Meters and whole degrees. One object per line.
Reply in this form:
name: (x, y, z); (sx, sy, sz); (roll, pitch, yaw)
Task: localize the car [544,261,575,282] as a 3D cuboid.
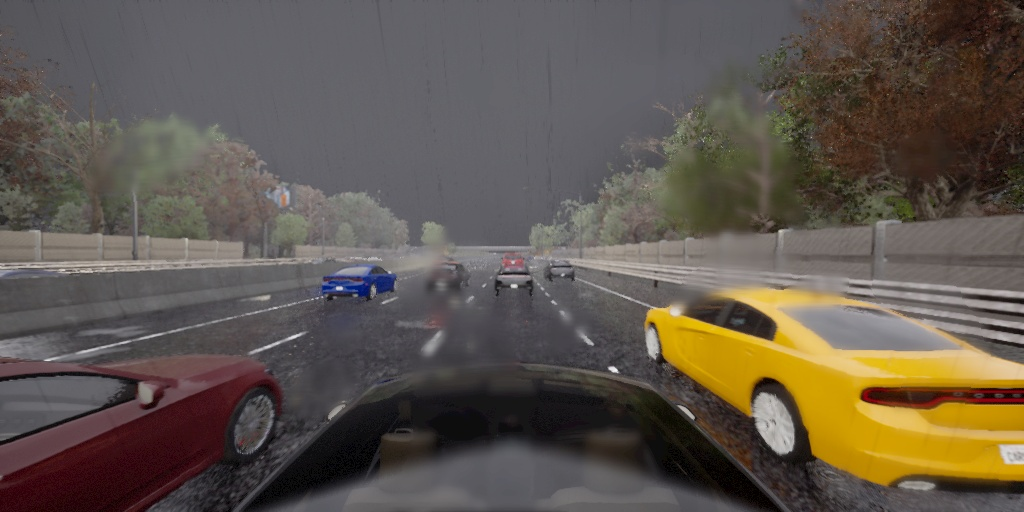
car: (3.497, 1.080, 27.035); (2.128, 1.511, 4.902); (0, 0, 0)

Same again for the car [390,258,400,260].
car: (-17.579, 0.989, 54.083); (1.994, 1.385, 4.181); (0, 0, 0)

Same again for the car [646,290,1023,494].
car: (3.502, 1.202, 4.952); (1.882, 1.535, 5.008); (0, 0, 0)

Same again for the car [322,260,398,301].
car: (-6.900, 1.130, 16.809); (1.882, 1.535, 5.008); (0, 0, 0)

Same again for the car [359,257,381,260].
car: (-21.071, 0.948, 54.560); (1.812, 1.442, 4.674); (0, 0, 0)

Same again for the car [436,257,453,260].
car: (-6.905, 0.877, 37.396); (2.097, 1.767, 4.553); (0, 0, 0)

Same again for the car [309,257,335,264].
car: (-28.070, 0.922, 53.230); (2.128, 1.511, 4.902); (0, 0, 0)

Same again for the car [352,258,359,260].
car: (-24.558, 1.014, 56.127); (1.895, 1.301, 4.718); (0, 0, 1)

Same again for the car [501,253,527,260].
car: (0.093, 0.748, 37.023); (2.150, 2.045, 5.566); (0, 0, 0)

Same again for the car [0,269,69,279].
car: (-17.602, 1.207, 12.388); (1.812, 1.442, 4.674); (0, 0, 0)

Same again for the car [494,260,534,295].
car: (0.098, 1.132, 18.743); (2.128, 1.511, 4.902); (0, 0, 0)

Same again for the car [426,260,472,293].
car: (-3.403, 1.139, 19.733); (1.837, 1.490, 4.892); (0, 0, 0)

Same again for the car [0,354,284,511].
car: (-3.399, 1.274, 1.947); (1.812, 1.442, 4.674); (0, 0, 0)
